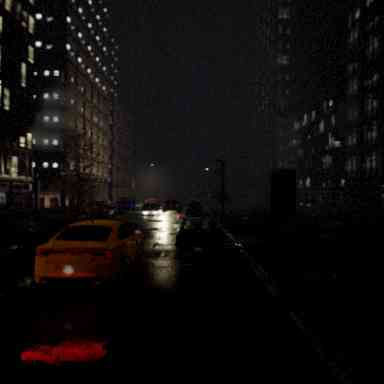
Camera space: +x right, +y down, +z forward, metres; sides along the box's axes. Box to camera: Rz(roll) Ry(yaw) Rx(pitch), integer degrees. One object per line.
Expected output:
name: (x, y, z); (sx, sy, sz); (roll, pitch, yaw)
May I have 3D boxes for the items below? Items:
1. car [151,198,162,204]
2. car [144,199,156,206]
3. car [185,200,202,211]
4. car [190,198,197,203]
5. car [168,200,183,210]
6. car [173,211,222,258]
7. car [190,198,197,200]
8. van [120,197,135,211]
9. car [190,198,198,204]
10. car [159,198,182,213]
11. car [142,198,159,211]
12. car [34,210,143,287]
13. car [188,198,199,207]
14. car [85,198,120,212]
car: (-8.002, 2.014, 75.240); (1.947, 1.339, 4.313); (0, 0, 0)
car: (-8.054, 1.946, 63.958); (1.802, 1.307, 4.206); (0, 0, 0)
car: (0.193, 1.856, 35.705); (1.947, 1.339, 4.313); (0, 0, 0)
car: (0.458, 2.256, 92.130); (1.887, 1.381, 4.507); (0, 0, 0)
car: (-2.419, 1.906, 50.631); (2.033, 1.411, 5.357); (1, 0, 0)
car: (0.217, 1.669, 13.136); (2.008, 1.369, 4.403); (0, 0, 0)
car: (0.273, 1.984, 52.632); (1.947, 1.339, 4.313); (0, 0, 0)
van: (-8.159, 1.536, 41.395); (1.690, 1.788, 3.998); (0, 0, 0)
car: (0.405, 2.195, 80.845); (1.947, 1.339, 4.313); (0, 0, 0)
car: (-2.408, 1.636, 40.622); (2.097, 1.767, 4.553); (1, 0, 1)
car: (-5.446, 1.829, 44.757); (1.994, 1.385, 4.181); (1, 0, 0)
car: (-2.611, 1.522, 9.514); (1.882, 1.535, 5.008); (1, 0, 0)
car: (0.326, 1.943, 63.918); (1.967, 1.590, 4.097); (0, 0, 0)
car: (-8.212, 1.549, 30.112); (1.967, 1.590, 4.097); (0, 0, 0)
